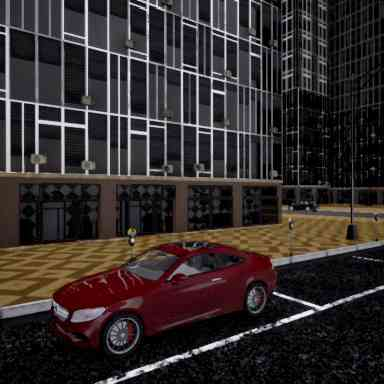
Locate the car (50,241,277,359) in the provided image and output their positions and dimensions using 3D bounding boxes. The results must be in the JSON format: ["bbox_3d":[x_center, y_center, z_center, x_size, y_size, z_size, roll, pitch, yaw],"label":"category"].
[{"bbox_3d":[-0.253,1.582,5.919,4.206,1.307,1.802,0,0,-36],"label":"car"}]

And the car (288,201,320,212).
[{"bbox_3d":[15.129,1.897,45.261,2.008,1.369,4.403,-1,0,-36],"label":"car"}]
